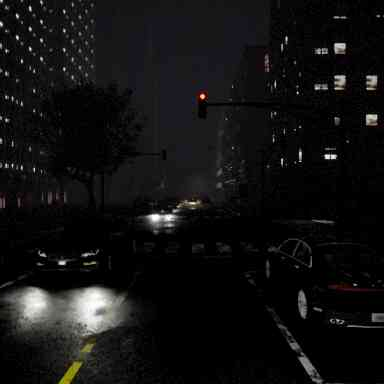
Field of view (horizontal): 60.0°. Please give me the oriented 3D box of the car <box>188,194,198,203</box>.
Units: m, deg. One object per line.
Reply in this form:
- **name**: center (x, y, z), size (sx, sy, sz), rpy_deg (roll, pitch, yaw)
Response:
- **car**: center (0.091, 1.656, 68.903), size (1.895, 1.301, 4.718), rpy_deg (0, 0, 0)

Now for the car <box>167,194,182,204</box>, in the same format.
- **car**: center (-3.088, 1.564, 56.529), size (1.812, 1.442, 4.674), rpy_deg (0, 0, 0)

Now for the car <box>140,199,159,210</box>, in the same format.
- **car**: center (-5.697, 1.592, 44.822), size (1.947, 1.339, 4.313), rpy_deg (0, 0, 0)

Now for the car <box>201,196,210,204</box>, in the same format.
- **car**: center (2.682, 1.578, 67.084), size (1.752, 1.417, 4.829), rpy_deg (0, 0, 0)

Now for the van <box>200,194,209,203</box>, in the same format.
- **van**: center (2.681, 1.402, 72.438), size (1.690, 1.788, 3.998), rpy_deg (0, 0, 0)

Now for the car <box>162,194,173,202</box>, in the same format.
- **car**: center (-5.700, 1.386, 77.959), size (2.192, 1.841, 5.009), rpy_deg (0, 0, 0)

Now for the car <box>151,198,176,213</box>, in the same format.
- **car**: center (-3.093, 1.620, 37.150), size (1.895, 1.301, 4.718), rpy_deg (0, 0, -1)

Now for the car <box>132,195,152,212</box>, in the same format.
- **car**: center (-5.696, 1.336, 39.299), size (2.192, 1.841, 5.009), rpy_deg (0, 0, 0)

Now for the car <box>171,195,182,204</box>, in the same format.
- **car**: center (-3.039, 1.405, 66.374), size (2.097, 1.767, 4.553), rpy_deg (0, 0, 0)

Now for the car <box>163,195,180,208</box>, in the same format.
- **car**: center (-3.104, 1.554, 46.263), size (1.812, 1.442, 4.674), rpy_deg (0, 0, 0)

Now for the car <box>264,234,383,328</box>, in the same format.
- **car**: center (2.688, 1.551, 6.912), size (2.008, 1.369, 4.403), rpy_deg (0, 0, 0)

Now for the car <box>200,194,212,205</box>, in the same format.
- **car**: center (2.683, 1.611, 61.391), size (1.947, 1.339, 4.313), rpy_deg (0, 0, 0)

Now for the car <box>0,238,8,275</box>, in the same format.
- **car**: center (-5.692, 1.545, 6.911), size (1.887, 1.381, 4.507), rpy_deg (0, 0, 0)

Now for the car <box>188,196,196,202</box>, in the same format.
- **car**: center (-0.008, 1.668, 78.905), size (1.895, 1.301, 4.718), rpy_deg (0, 0, 0)

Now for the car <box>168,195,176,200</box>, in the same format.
- **car**: center (-5.702, 1.654, 94.528), size (2.008, 1.369, 4.403), rpy_deg (0, 0, 0)

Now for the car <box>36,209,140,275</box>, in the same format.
- **car**: center (-3.061, 1.507, 10.626), size (1.837, 1.490, 4.892), rpy_deg (-1, 0, 4)

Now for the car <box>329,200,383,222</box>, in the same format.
- **car**: center (12.088, 1.381, 23.837), size (4.181, 1.385, 1.994), rpy_deg (-1, 0, 2)

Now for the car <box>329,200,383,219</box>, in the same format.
- **car**: center (13.423, 1.350, 26.319), size (4.403, 1.369, 2.008), rpy_deg (-1, 1, -1)
